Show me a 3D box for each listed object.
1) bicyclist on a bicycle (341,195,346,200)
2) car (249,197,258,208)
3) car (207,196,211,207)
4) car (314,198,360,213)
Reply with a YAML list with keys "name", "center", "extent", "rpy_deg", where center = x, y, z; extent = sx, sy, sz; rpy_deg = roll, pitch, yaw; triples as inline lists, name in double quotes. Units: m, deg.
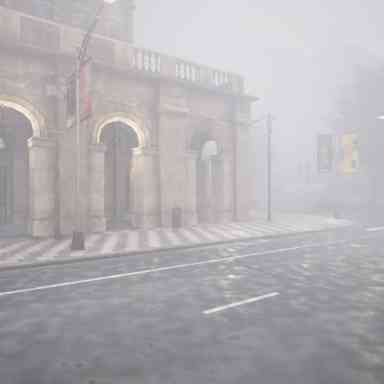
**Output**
- name: "bicyclist on a bicycle"
  center: [25.798, 1.300, 56.543]
  extent: [1.656, 1.620, 0.582]
  rpy_deg: [0, 0, -36]
- name: "car"
  center: [7.206, 1.216, 49.041]
  extent: [2.150, 2.045, 5.566]
  rpy_deg: [0, 1, -35]
- name: "car"
  center: [1.169, 1.595, 46.040]
  extent: [1.895, 1.301, 4.718]
  rpy_deg: [0, 0, -36]
- name: "car"
  center: [15.954, 1.504, 36.846]
  extent: [1.837, 1.490, 4.892]
  rpy_deg: [0, 0, -36]
